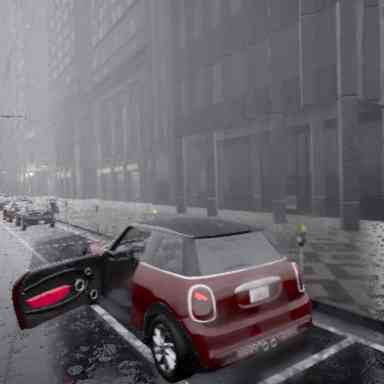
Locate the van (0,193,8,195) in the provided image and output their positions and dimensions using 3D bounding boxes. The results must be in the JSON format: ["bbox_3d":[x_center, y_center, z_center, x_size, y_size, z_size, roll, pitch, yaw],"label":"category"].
[{"bbox_3d":[-21.845,1.060,37.889,1.690,1.788,3.998,-3,2,-34],"label":"van"}]

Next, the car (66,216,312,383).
[{"bbox_3d":[-0.402,1.205,5.649,2.097,1.767,4.553,-3,2,-34],"label":"car"}]

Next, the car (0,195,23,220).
[{"bbox_3d":[-12.273,1.210,23.799,1.967,1.590,4.097,-3,2,-34],"label":"car"}]

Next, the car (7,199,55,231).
[{"bbox_3d":[-9.080,1.338,19.105,2.008,1.369,4.403,-3,2,-34],"label":"car"}]
